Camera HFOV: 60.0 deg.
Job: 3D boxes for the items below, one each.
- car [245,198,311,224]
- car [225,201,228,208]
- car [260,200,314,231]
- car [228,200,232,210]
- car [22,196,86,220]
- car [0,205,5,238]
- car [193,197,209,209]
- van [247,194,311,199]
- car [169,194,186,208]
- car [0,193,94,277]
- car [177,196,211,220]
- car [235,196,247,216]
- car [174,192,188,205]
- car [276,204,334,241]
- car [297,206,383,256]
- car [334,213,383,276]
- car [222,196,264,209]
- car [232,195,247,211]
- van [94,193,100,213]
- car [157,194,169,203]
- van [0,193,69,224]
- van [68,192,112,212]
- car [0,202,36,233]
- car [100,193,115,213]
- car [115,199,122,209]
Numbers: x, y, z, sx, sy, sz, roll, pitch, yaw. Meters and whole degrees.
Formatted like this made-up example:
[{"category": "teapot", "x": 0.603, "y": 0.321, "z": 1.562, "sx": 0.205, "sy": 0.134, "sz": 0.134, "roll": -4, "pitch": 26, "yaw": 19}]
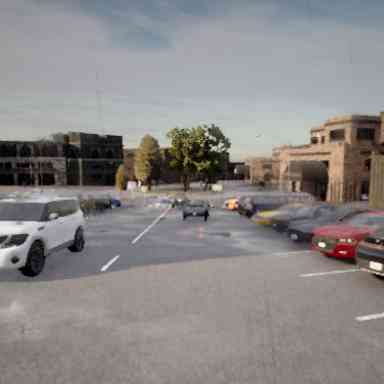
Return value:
[{"category": "car", "x": 6.180, "y": 1.348, "z": 19.992, "sx": 5.366, "sy": 1.575, "sz": 1.946, "roll": 1, "pitch": 1, "yaw": -20}, {"category": "car", "x": 6.210, "y": 1.142, "z": 34.779, "sx": 4.553, "sy": 1.767, "sz": 2.185, "roll": 1, "pitch": 0, "yaw": -21}, {"category": "car", "x": 6.379, "y": 1.370, "z": 17.121, "sx": 5.008, "sy": 1.535, "sz": 2.097, "roll": 1, "pitch": 1, "yaw": -20}, {"category": "car", "x": 6.292, "y": 1.315, "z": 31.849, "sx": 4.792, "sy": 1.488, "sz": 2.163, "roll": 1, "pitch": 0, "yaw": -20}, {"category": "car", "x": -11.049, "y": 1.227, "z": 26.966, "sx": 4.553, "sy": 1.767, "sz": 2.185, "roll": -1, "pitch": 1, "yaw": -19}, {"category": "car", "x": -11.344, "y": 1.448, "z": 14.928, "sx": 4.792, "sy": 1.488, "sz": 2.163, "roll": -1, "pitch": 1, "yaw": -19}, {"category": "car", "x": 1.042, "y": 1.361, "z": 42.013, "sx": 1.895, "sy": 1.301, "sz": 4.718, "roll": 0, "pitch": 0, "yaw": 0}, {"category": "van", "x": 6.449, "y": 1.111, "z": 23.034, "sx": 4.442, "sy": 1.987, "sz": 1.878, "roll": 1, "pitch": 0, "yaw": -20}, {"category": "car", "x": -1.515, "y": 1.112, "z": 42.558, "sx": 2.097, "sy": 1.767, "sz": 4.553, "roll": 0, "pitch": 0, "yaw": -1}, {"category": "car", "x": -5.094, "y": 1.162, "z": 10.438, "sx": 2.150, "sy": 2.045, "sz": 5.566, "roll": 0, "pitch": 0, "yaw": 0}, {"category": "car", "x": 0.427, "y": 1.342, "z": 26.106, "sx": 2.128, "sy": 1.511, "sz": 4.902, "roll": 0, "pitch": 0, "yaw": 6}, {"category": "car", "x": 6.322, "y": 1.319, "z": 25.936, "sx": 5.008, "sy": 1.535, "sz": 2.097, "roll": 1, "pitch": 1, "yaw": -20}, {"category": "car", "x": -1.645, "y": 1.011, "z": 52.231, "sx": 2.097, "sy": 1.767, "sz": 4.553, "roll": 0, "pitch": 1, "yaw": -1}, {"category": "car", "x": 6.356, "y": 1.416, "z": 14.176, "sx": 4.792, "sy": 1.488, "sz": 2.163, "roll": 1, "pitch": 1, "yaw": -20}, {"category": "car", "x": 6.404, "y": 1.403, "z": 11.248, "sx": 5.008, "sy": 1.535, "sz": 2.097, "roll": 1, "pitch": 1, "yaw": -20}, {"category": "car", "x": 6.400, "y": 1.421, "z": 8.313, "sx": 4.892, "sy": 1.521, "sz": 2.231, "roll": 1, "pitch": 0, "yaw": -20}, {"category": "car", "x": 6.181, "y": 1.274, "z": 40.687, "sx": 4.674, "sy": 1.452, "sz": 2.002, "roll": 1, "pitch": 1, "yaw": -21}, {"category": "car", "x": 6.262, "y": 1.176, "z": 28.879, "sx": 4.553, "sy": 1.767, "sz": 2.185, "roll": 1, "pitch": 0, "yaw": -20}, {"category": "van", "x": -10.898, "y": 1.110, "z": 30.001, "sx": 4.442, "sy": 1.987, "sz": 1.878, "roll": -1, "pitch": 0, "yaw": -18}, {"category": "car", "x": -4.785, "y": 1.077, "z": 56.209, "sx": 1.812, "sy": 1.442, "sz": 4.674, "roll": 0, "pitch": 2, "yaw": 0}, {"category": "van", "x": -11.260, "y": 1.146, "z": 23.914, "sx": 4.442, "sy": 1.987, "sz": 1.878, "roll": -1, "pitch": 1, "yaw": -19}, {"category": "van", "x": -10.968, "y": 1.081, "z": 35.916, "sx": 4.442, "sy": 1.987, "sz": 1.878, "roll": -1, "pitch": 1, "yaw": -18}, {"category": "car", "x": -11.279, "y": 1.403, "z": 17.948, "sx": 4.892, "sy": 1.521, "sz": 2.231, "roll": -1, "pitch": 0, "yaw": -19}, {"category": "car", "x": -10.907, "y": 1.069, "z": 32.971, "sx": 5.566, "sy": 2.045, "sz": 2.435, "roll": -1, "pitch": 0, "yaw": -18}, {"category": "car", "x": -10.776, "y": 1.288, "z": 38.954, "sx": 5.008, "sy": 1.535, "sz": 2.097, "roll": -1, "pitch": 1, "yaw": -18}]
